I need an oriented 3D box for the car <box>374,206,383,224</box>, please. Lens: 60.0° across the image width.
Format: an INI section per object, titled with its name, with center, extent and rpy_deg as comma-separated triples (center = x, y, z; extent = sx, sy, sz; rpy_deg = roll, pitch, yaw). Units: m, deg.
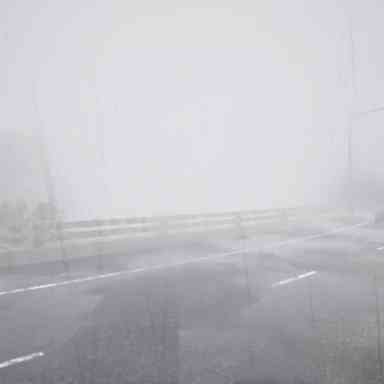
[car]
center = 14.485, 1.563, 23.813
extent = 1.994, 1.385, 4.181
rpy_deg = 0, 0, 39
